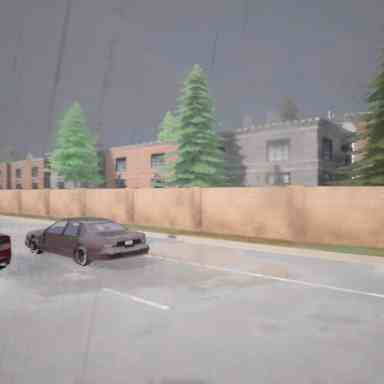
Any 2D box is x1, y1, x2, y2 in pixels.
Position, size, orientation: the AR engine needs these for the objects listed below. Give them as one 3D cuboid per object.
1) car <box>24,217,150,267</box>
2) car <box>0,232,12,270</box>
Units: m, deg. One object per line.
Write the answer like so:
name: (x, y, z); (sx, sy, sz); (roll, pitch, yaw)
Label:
car: (-3.852, 1.580, 11.668); (5.357, 1.411, 2.033); (0, 0, 39)
car: (-7.262, 1.496, 9.989); (5.008, 1.535, 1.882); (0, 0, 39)
